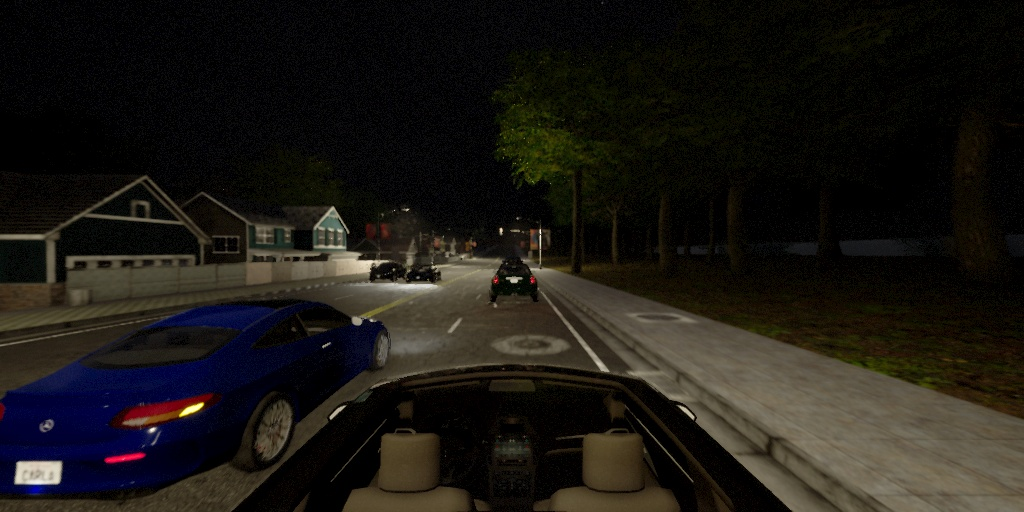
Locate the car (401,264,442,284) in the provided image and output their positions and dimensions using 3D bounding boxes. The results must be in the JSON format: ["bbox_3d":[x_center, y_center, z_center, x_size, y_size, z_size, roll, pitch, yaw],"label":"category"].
[{"bbox_3d":[-6.581,1.330,27.093,1.994,1.385,4.181,0,0,0],"label":"car"}]

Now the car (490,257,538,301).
[{"bbox_3d":[0.098,1.097,17.415,2.097,1.767,4.553,0,0,0],"label":"car"}]

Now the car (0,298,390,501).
[{"bbox_3d":[-3.149,1.274,4.688,1.812,1.442,4.674,0,0,0],"label":"car"}]

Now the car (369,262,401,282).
[{"bbox_3d":[-9.825,1.279,28.812,1.837,1.490,4.892,0,-1,0],"label":"car"}]
